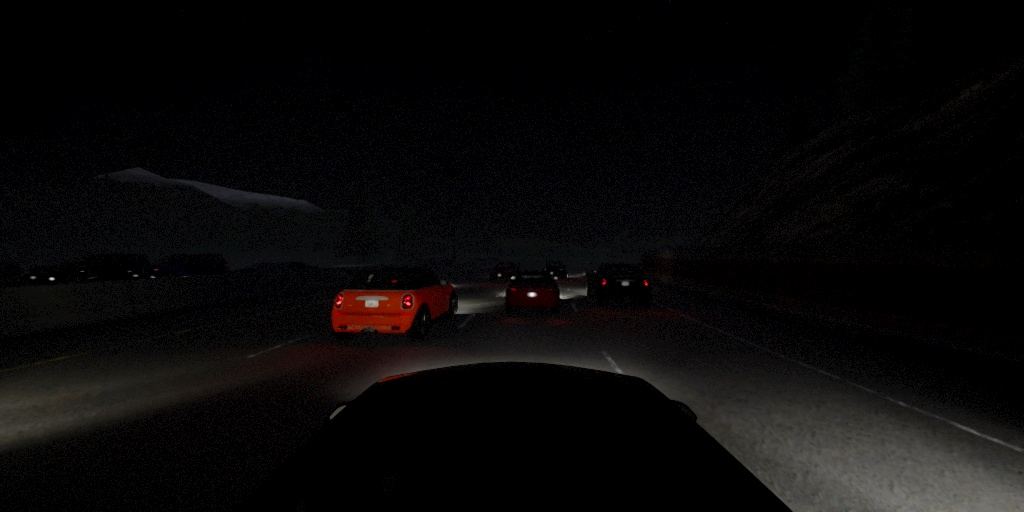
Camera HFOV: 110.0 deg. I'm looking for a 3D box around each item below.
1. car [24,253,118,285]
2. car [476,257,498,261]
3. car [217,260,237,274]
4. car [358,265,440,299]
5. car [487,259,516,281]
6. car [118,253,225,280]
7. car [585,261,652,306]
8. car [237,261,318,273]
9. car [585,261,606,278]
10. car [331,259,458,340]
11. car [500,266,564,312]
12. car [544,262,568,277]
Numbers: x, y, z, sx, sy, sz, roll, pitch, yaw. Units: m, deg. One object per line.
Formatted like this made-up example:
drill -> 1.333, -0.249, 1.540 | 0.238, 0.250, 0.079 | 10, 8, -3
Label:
car -> -26.479, 0.843, 22.844 | 2.150, 2.045, 5.566 | 0, 0, 8
car -> -3.890, 0.936, 63.476 | 2.097, 1.767, 4.553 | 0, 0, 25
car -> -18.735, 1.180, 27.245 | 2.033, 1.411, 5.357 | 0, 0, 10
car -> -5.662, 1.238, 18.915 | 2.033, 1.411, 5.357 | 0, 0, 8
car -> -0.453, 1.206, 28.529 | 1.812, 1.442, 4.674 | 0, 0, 12
car -> -22.667, 0.849, 24.719 | 2.150, 2.045, 5.566 | 0, 0, 9
car -> 4.573, 1.079, 15.860 | 2.097, 1.767, 4.553 | 0, 0, 6
car -> -15.581, 1.126, 24.604 | 1.882, 1.535, 5.008 | 0, 0, 9
car -> 8.047, 1.215, 34.163 | 1.812, 1.442, 4.674 | 0, 0, 15
car -> -2.976, 1.072, 10.079 | 2.097, 1.767, 4.553 | 0, 0, 4
car -> 0.885, 1.284, 14.267 | 1.994, 1.385, 4.181 | 0, 0, 6
car -> 3.766, 1.210, 31.432 | 1.812, 1.442, 4.674 | 0, 0, 13
